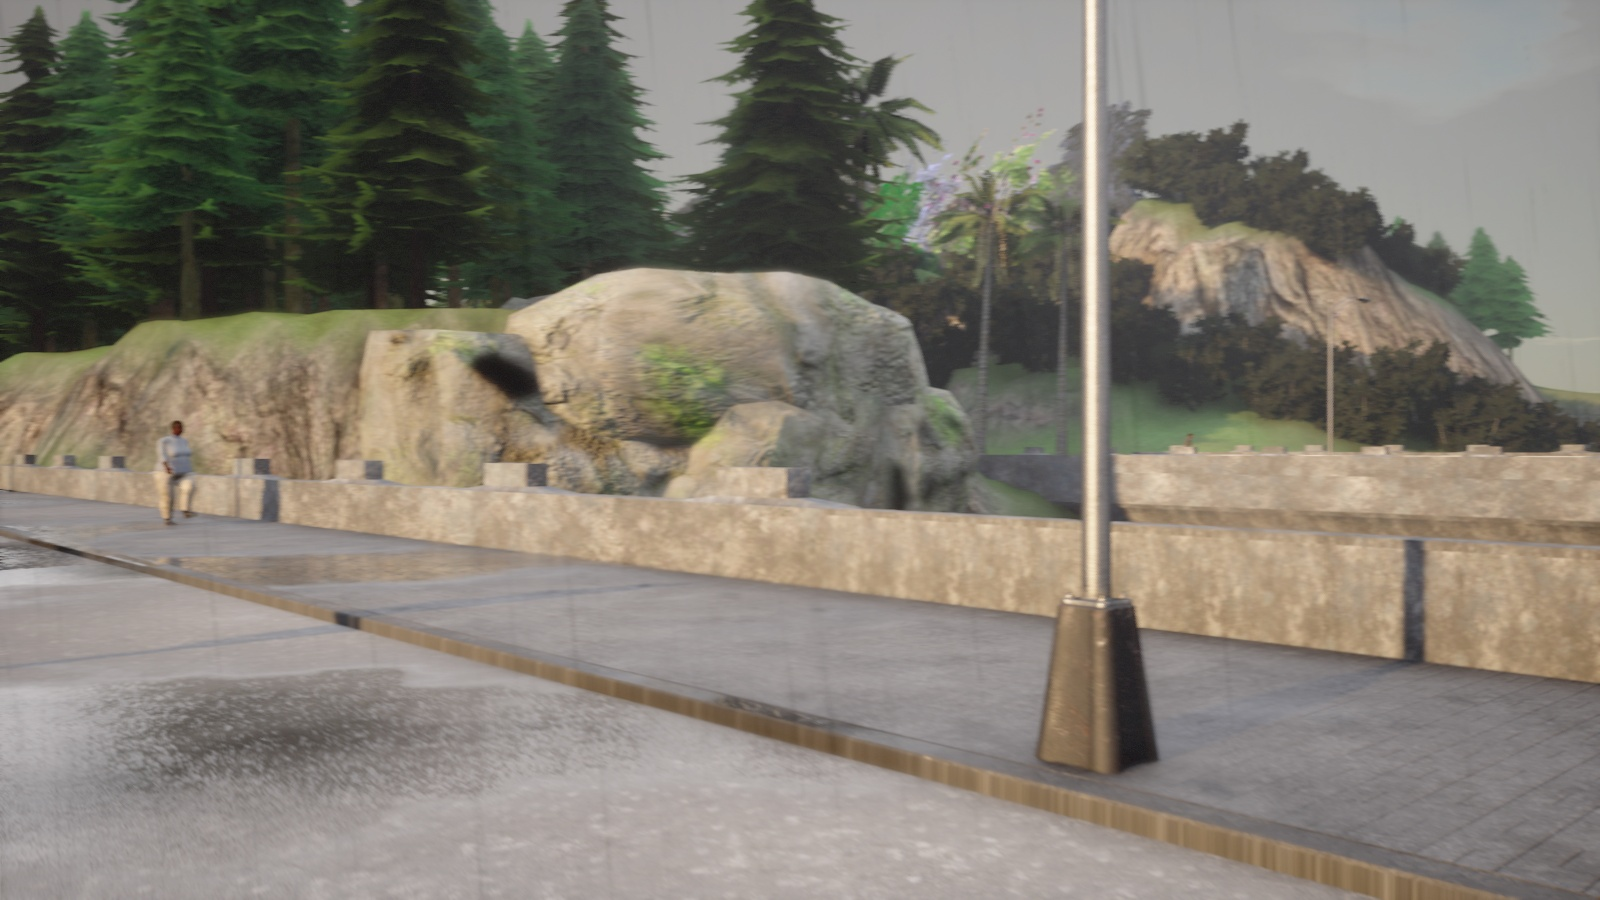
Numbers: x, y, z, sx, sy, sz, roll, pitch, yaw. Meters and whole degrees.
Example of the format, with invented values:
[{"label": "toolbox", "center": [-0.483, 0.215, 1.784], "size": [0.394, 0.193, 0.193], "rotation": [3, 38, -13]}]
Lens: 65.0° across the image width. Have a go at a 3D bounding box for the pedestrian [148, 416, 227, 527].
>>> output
[{"label": "pedestrian", "center": [-10.546, 0.363, 21.626], "size": [0.900, 1.855, 0.874], "rotation": [0, 0, 32]}]
